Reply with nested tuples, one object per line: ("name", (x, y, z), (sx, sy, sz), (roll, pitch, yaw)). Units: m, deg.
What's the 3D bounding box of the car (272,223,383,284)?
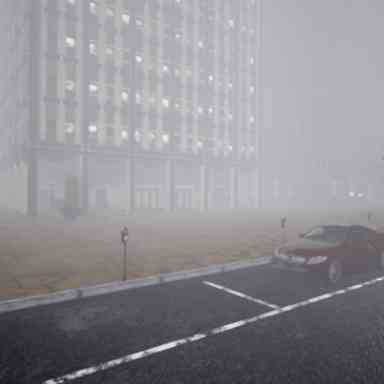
("car", (4.128, 1.578, 9.498), (4.206, 1.307, 1.802), (0, 1, -36))
